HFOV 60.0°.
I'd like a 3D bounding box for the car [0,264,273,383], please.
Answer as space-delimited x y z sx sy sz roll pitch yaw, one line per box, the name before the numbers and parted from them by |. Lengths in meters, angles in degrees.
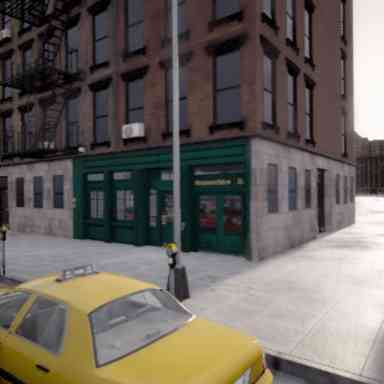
car | -1.524 1.550 3.981 4.829 1.417 1.752 -1 0 36
